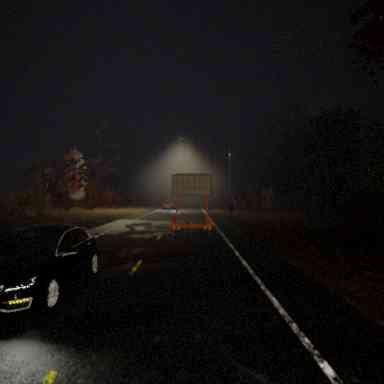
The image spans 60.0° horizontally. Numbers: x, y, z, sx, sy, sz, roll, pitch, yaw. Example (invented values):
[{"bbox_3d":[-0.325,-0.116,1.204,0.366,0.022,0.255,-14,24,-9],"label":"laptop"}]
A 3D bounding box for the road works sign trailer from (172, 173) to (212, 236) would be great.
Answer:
[{"bbox_3d":[-0.008,0.667,19.866,2.380,3.560,2.880,0,-1,0],"label":"road works sign trailer"}]

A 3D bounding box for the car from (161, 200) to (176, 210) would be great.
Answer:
[{"bbox_3d":[-3.587,2.060,52.169,1.812,1.442,4.674,0,-1,0],"label":"car"}]

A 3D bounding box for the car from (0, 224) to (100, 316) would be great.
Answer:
[{"bbox_3d":[-3.603,1.586,7.939,1.837,1.490,4.892,0,-1,0],"label":"car"}]
